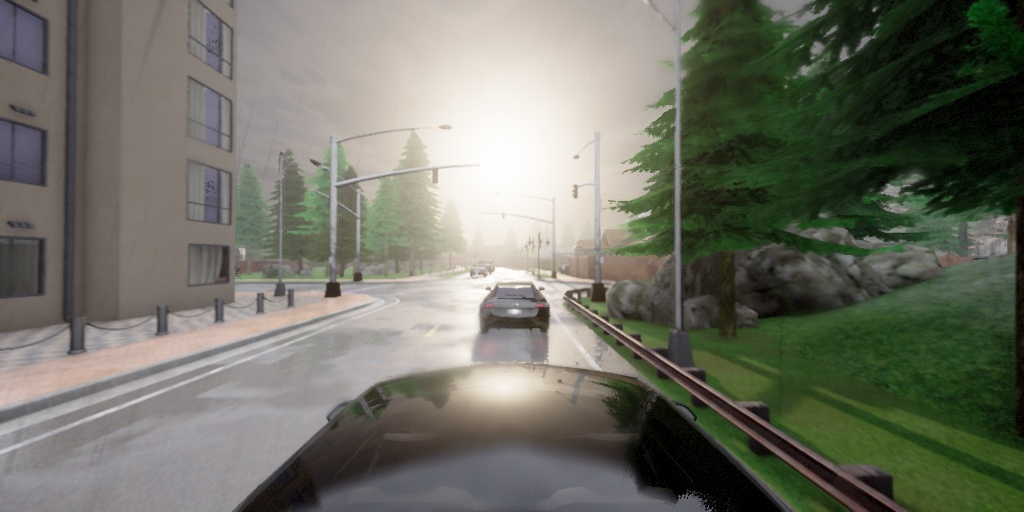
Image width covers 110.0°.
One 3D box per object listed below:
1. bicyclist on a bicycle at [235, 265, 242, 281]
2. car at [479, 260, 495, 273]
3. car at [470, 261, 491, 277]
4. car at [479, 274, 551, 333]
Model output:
[{"bbox_3d":[-23.932,1.396,30.935,0.582,1.620,1.656,0,0,1],"label":"bicyclist on a bicycle"},{"bbox_3d":[-4.078,1.593,54.123,2.150,2.045,5.566,0,-1,0],"label":"car"},{"bbox_3d":[-4.016,1.731,43.512,2.128,1.511,4.902,0,-1,0],"label":"car"},{"bbox_3d":[0.088,1.433,11.279,1.994,1.385,4.181,0,-1,0],"label":"car"}]
